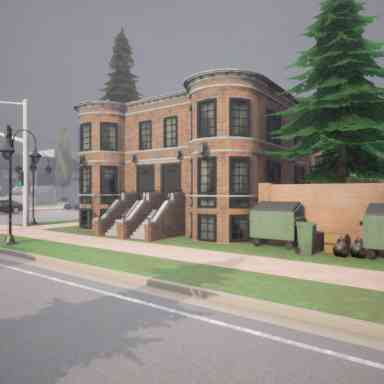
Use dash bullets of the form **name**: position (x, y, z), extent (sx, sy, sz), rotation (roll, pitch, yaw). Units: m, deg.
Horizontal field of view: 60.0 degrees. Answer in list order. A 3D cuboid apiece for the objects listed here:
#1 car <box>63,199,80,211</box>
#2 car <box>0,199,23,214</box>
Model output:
- **car**: position (-13.994, 1.563, 41.852), extent (1.994, 1.385, 4.181), rotation (0, 0, 32)
- **car**: position (-19.580, 1.504, 33.504), extent (1.837, 1.490, 4.892), rotation (0, 0, 35)
